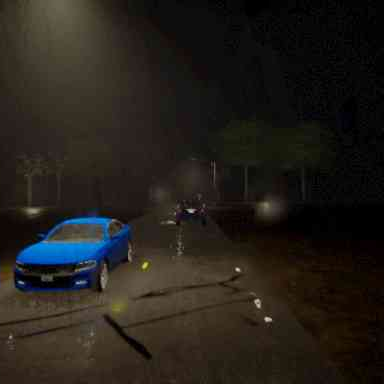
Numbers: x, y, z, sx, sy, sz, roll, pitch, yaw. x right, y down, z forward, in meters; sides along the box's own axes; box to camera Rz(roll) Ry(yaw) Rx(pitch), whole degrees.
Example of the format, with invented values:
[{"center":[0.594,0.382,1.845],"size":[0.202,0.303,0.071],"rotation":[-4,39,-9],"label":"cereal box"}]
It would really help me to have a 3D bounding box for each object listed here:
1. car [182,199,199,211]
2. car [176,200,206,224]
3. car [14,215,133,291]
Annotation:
[{"center":[-0.163,1.681,42.948],"size":[2.033,1.411,5.357],"rotation":[0,-1,0],"label":"car"},{"center":[-0.061,1.363,24.913],"size":[2.097,1.767,4.553],"rotation":[0,0,0],"label":"car"},{"center":[-2.902,1.468,9.156],"size":[1.882,1.535,5.008],"rotation":[0,0,0],"label":"car"}]
